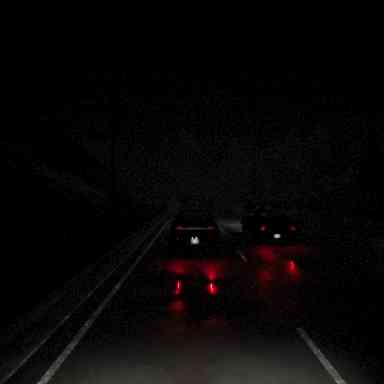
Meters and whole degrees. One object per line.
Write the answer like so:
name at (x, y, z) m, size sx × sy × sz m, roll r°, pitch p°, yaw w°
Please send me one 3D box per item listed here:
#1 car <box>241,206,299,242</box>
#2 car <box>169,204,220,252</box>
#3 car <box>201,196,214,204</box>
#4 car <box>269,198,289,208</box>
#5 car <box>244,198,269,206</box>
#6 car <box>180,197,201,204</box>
car at (3.597, 1.564, 16.280) m, size 1.895 × 1.301 × 4.718 m, roll 0°, pitch 0°, yaw 0°
car at (0.097, 1.461, 13.745) m, size 2.128 × 1.511 × 4.902 m, roll 0°, pitch 0°, yaw 0°
car at (2.102, 1.386, 53.501) m, size 1.837 × 1.490 × 4.892 m, roll 2°, pitch 0°, yaw -16°
car at (10.571, 1.434, 41.194) m, size 1.812 × 1.442 × 4.674 m, roll 0°, pitch 0°, yaw -1°
car at (7.092, 1.441, 37.971) m, size 1.812 × 1.442 × 4.674 m, roll 0°, pitch 0°, yaw 0°
car at (-0.549, 1.437, 49.403) m, size 2.033 × 1.411 × 5.357 m, roll 0°, pitch 0°, yaw -11°
